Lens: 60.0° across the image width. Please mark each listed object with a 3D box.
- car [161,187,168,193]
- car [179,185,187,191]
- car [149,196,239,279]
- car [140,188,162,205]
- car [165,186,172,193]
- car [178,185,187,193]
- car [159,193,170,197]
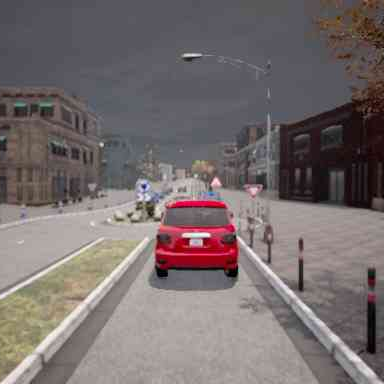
[{"bbox_3d":[-5.305,0.360,52.456,1.812,1.442,4.674,0,2,0],"label":"car"},{"bbox_3d":[-2.258,-1.091,84.909,1.812,1.442,4.674,0,2,0],"label":"car"},{"bbox_3d":[0.173,1.252,10.404,2.150,2.045,5.566,0,0,2],"label":"car"},{"bbox_3d":[-5.324,0.670,42.261,1.882,1.535,5.008,0,4,1],"label":"car"},{"bbox_3d":[-5.256,-0.134,62.659,1.837,1.490,4.892,0,3,1],"label":"car"},{"bbox_3d":[-2.247,-0.602,74.916,1.812,1.442,4.674,0,2,0],"label":"car"},{"bbox_3d":[-1.063,1.139,30.741,2.033,1.411,5.357,-1,2,-21],"label":"car"}]
